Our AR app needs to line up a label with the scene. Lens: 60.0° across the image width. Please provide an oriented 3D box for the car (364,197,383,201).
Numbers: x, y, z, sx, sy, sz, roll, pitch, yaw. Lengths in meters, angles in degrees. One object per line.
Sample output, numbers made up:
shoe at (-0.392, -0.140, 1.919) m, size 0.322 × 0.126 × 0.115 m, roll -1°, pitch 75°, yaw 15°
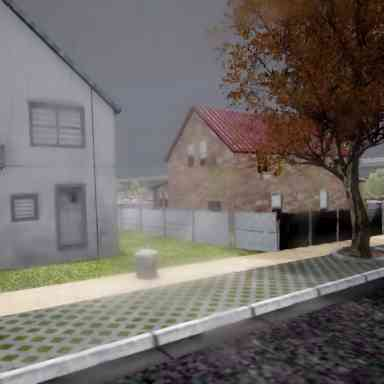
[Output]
car at (31.917, 1.788, 58.612) m, size 1.837 × 1.490 × 4.892 m, roll -2°, pitch 0°, yaw 1°

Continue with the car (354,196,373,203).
car at (38.577, 1.680, 74.974) m, size 1.895 × 1.301 × 4.718 m, roll -2°, pitch 0°, yaw 0°
